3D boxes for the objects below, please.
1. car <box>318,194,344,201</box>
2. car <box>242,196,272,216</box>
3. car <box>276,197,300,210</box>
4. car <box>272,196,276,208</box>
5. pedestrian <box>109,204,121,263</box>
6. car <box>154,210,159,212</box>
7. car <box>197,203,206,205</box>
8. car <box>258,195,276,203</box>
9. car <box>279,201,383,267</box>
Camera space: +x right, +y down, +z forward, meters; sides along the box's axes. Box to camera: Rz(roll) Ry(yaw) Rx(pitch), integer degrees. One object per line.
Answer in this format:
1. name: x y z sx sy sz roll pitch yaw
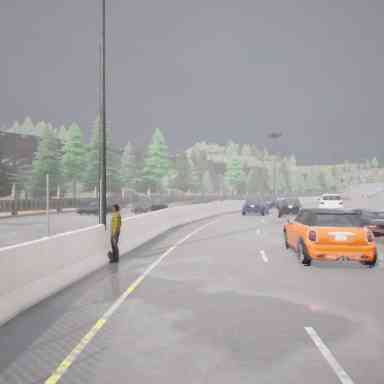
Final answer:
1. car: 14.028 1.221 33.536 2.150 2.045 5.566 0 0 22
2. car: 6.435 1.352 33.261 2.097 1.767 4.553 0 0 20
3. car: 9.351 1.353 31.129 2.097 1.767 4.553 0 0 19
4. car: 10.513 1.352 42.692 2.097 1.767 4.553 0 0 28
5. pedestrian: -2.443 1.294 10.522 0.375 1.860 0.375 0 0 6
6. car: -4.473 1.352 34.524 2.097 1.767 4.553 0 0 20
7. car: 0.895 1.491 38.842 2.128 1.511 4.902 0 0 23
8. car: 15.822 1.472 70.267 1.882 1.535 5.008 0 0 36
9. car: 4.564 1.352 11.695 2.097 1.767 4.553 0 0 7
